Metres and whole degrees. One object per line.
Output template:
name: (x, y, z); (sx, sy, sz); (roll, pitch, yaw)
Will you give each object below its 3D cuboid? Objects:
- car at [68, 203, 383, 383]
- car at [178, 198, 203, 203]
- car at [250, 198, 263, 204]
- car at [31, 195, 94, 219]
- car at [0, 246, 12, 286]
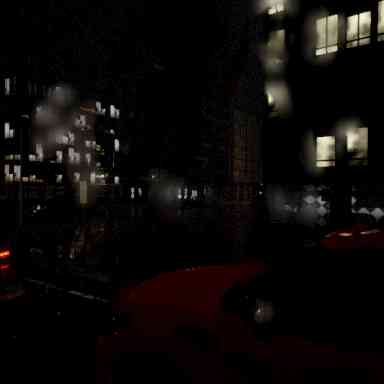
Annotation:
car: (1.740, 1.221, 2.444); (5.566, 2.045, 2.150); (0, 0, 35)
car: (-0.313, 1.640, 45.320); (2.128, 1.511, 4.902); (1, 0, 37)
car: (11.587, 1.792, 55.978); (2.033, 1.411, 5.357); (1, 0, 37)
car: (-11.558, 1.283, 30.205); (2.150, 2.045, 5.566); (1, 0, 37)
car: (-6.162, 1.522, 8.063); (4.674, 1.442, 1.812); (0, 0, 35)
